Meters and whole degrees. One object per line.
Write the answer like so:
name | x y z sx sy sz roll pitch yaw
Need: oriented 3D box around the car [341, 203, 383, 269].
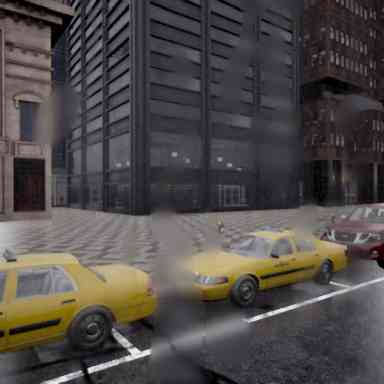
car | 6.497 1.312 11.269 5.009 1.841 2.192 0 0 -35

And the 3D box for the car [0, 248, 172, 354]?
car | -2.834 1.525 4.631 4.829 1.417 1.752 0 0 -35

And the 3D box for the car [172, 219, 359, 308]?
car | 1.763 1.524 7.900 4.829 1.417 1.752 0 0 -35
